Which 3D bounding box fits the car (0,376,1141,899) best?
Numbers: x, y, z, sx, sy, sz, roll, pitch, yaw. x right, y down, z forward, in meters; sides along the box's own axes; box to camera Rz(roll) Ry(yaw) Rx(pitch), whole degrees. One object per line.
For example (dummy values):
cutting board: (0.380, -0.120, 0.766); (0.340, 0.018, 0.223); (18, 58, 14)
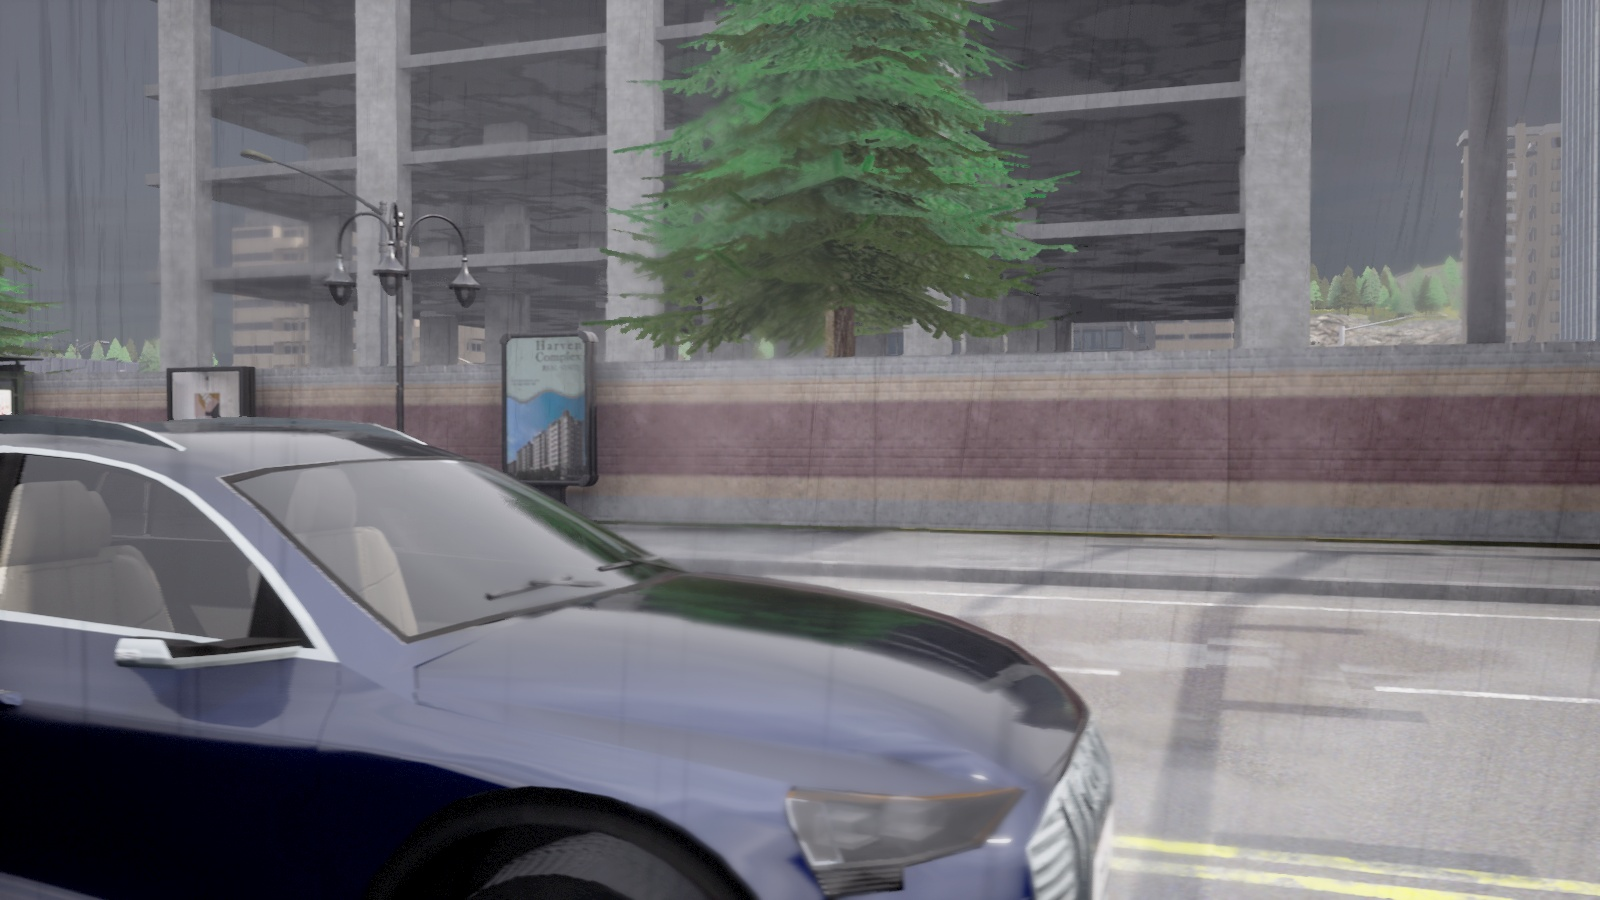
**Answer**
car: (-1.564, 0.686, 3.718); (4.856, 1.649, 2.033); (0, 1, 19)
